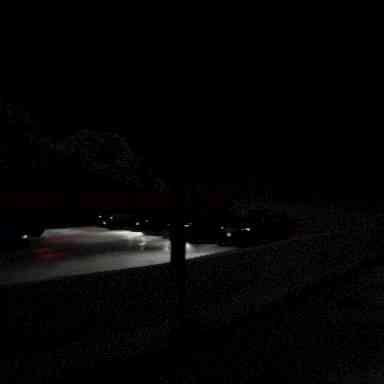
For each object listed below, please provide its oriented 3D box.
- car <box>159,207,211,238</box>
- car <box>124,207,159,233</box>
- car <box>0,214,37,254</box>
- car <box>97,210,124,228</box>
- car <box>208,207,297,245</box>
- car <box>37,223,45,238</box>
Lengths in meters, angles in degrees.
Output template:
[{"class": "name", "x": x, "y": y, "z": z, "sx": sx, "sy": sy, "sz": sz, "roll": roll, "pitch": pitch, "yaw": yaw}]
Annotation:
[{"class": "car", "x": 0.779, "y": 1.656, "z": 18.707, "sx": 4.892, "sy": 1.490, "sz": 1.837, "roll": 1, "pitch": -1, "yaw": -45}, {"class": "car", "x": -1.786, "y": 1.720, "z": 21.085, "sx": 4.181, "sy": 1.385, "sz": 1.994, "roll": 1, "pitch": -1, "yaw": -44}, {"class": "car", "x": -8.271, "y": 1.597, "z": 10.878, "sx": 5.357, "sy": 1.411, "sz": 2.033, "roll": 1, "pitch": -1, "yaw": -34}, {"class": "car", "x": -4.217, "y": 1.766, "z": 23.590, "sx": 1.895, "sy": 1.301, "sz": 4.718, "roll": 0, "pitch": -1, "yaw": 45}, {"class": "car", "x": 3.359, "y": 1.634, "z": 16.340, "sx": 4.902, "sy": 1.511, "sz": 2.128, "roll": 1, "pitch": -1, "yaw": -45}, {"class": "car", "x": -9.133, "y": 1.675, "z": 14.546, "sx": 4.718, "sy": 1.301, "sz": 1.895, "roll": 1, "pitch": -1, "yaw": -37}]
